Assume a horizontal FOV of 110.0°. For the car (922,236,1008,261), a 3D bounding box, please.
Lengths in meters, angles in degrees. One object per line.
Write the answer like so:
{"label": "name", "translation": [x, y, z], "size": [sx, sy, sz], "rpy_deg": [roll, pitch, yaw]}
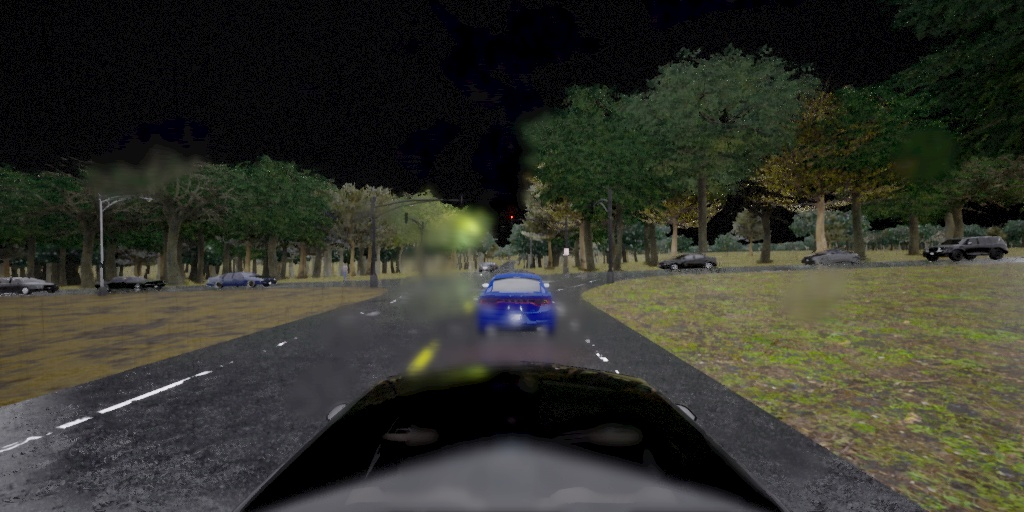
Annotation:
{"label": "car", "translation": [40.313, -0.646, 31.961], "size": [5.566, 2.045, 2.150], "rpy_deg": [-2, -1, 2]}

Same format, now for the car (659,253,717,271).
{"label": "car", "translation": [16.049, 0.554, 32.865], "size": [5.008, 1.535, 1.882], "rpy_deg": [-2, -1, 0]}

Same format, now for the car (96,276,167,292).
{"label": "car", "translation": [-33.348, 2.433, 31.511], "size": [4.718, 1.301, 1.895], "rpy_deg": [-2, -1, 3]}

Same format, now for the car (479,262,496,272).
{"label": "car", "translation": [-3.867, 1.666, 53.561], "size": [2.128, 1.511, 4.902], "rpy_deg": [0, -1, -1]}

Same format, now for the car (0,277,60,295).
{"label": "car", "translation": [-43.512, 2.667, 31.996], "size": [4.892, 1.490, 1.837], "rpy_deg": [-2, -1, 3]}

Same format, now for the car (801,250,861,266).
{"label": "car", "translation": [28.797, 0.138, 32.459], "size": [4.181, 1.385, 1.994], "rpy_deg": [-2, -1, 2]}

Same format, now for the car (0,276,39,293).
{"label": "car", "translation": [-51.192, 2.915, 36.044], "size": [5.008, 1.535, 1.882], "rpy_deg": [-2, -1, 3]}

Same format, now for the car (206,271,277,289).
{"label": "car", "translation": [-23.426, 2.042, 31.078], "size": [5.357, 1.411, 2.033], "rpy_deg": [-2, -1, 6]}

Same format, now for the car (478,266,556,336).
{"label": "car", "translation": [0.140, 1.231, 10.444], "size": [1.882, 1.535, 5.008], "rpy_deg": [0, 0, 1]}

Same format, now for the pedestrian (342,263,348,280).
{"label": "pedestrian", "translation": [-17.861, 1.673, 38.404], "size": [0.375, 1.860, 0.375], "rpy_deg": [0, 1, 3]}

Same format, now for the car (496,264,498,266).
{"label": "car", "translation": [-3.994, 1.832, 62.948], "size": [2.128, 1.511, 4.902], "rpy_deg": [0, -1, 0]}
